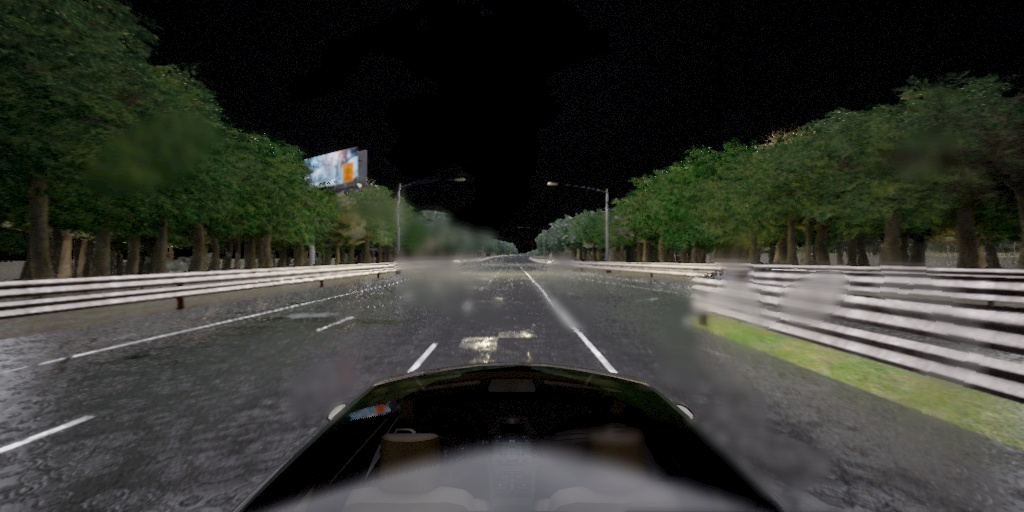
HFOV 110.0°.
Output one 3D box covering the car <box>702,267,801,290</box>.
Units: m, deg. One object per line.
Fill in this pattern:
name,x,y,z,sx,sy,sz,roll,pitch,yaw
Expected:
car,10.541,1.164,16.294,1.994,1.385,4.181,0,-1,-12
